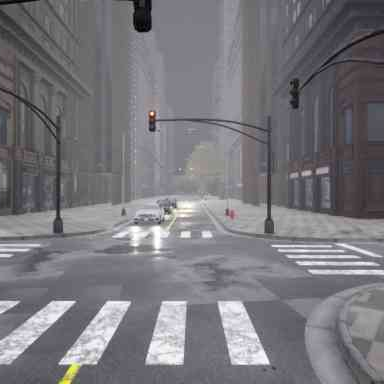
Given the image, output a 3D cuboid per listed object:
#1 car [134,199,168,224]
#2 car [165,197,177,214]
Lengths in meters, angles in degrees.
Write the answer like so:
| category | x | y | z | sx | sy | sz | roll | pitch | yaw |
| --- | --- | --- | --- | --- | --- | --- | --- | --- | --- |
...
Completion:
| category | x | y | z | sx | sy | sz | roll | pitch | yaw |
| --- | --- | --- | --- | --- | --- | --- | --- | --- | --- |
| car | -3.060 | 1.525 | 24.588 | 1.812 | 1.442 | 4.674 | 0 | 0 | 0 |
| car | -3.044 | 1.550 | 34.998 | 2.033 | 1.411 | 5.357 | 0 | 0 | 0 |
